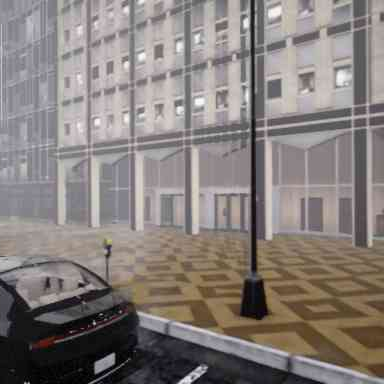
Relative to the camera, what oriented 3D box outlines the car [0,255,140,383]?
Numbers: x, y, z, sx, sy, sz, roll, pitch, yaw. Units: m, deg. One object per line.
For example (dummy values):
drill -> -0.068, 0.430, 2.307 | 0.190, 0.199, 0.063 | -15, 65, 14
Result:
car -> -2.703, 1.602, 4.798 | 4.403, 1.369, 2.008 | -1, 0, 36
